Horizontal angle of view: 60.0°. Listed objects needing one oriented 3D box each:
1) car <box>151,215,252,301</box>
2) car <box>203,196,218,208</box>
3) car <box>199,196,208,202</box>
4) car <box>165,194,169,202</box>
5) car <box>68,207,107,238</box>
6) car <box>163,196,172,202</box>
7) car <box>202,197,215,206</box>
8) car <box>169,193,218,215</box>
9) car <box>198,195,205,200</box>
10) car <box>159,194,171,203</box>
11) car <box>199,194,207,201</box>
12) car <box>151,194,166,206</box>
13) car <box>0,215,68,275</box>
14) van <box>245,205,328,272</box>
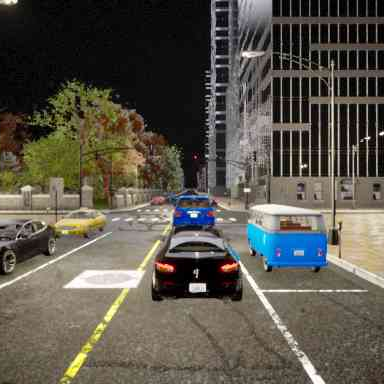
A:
[{"bbox_3d":[0.098,1.523,8.168,1.812,1.442,4.674,0,0,0],"label":"car"},{"bbox_3d":[2.667,1.416,48.569,1.967,1.590,4.097,0,0,0],"label":"car"},{"bbox_3d":[2.652,1.522,76.974,1.947,1.339,4.313,0,0,0],"label":"car"},{"bbox_3d":[-5.721,1.521,59.926,2.008,1.369,4.403,0,0,0],"label":"car"},{"bbox_3d":[-5.827,1.518,17.672,1.752,1.417,4.829,0,0,0],"label":"car"},{"bbox_3d":[-5.730,1.538,76.974,1.802,1.307,4.206,0,0,0],"label":"car"},{"bbox_3d":[2.663,1.539,54.250,1.947,1.339,4.313,0,0,0],"label":"car"},{"bbox_3d":[0.091,1.214,18.518,2.150,2.045,5.566,0,0,0],"label":"car"},{"bbox_3d":[2.643,1.453,94.191,1.752,1.417,4.829,0,0,0],"label":"car"},{"bbox_3d":[-5.726,1.277,71.292,2.192,1.841,5.009,0,0,0],"label":"car"},{"bbox_3d":[2.649,1.389,82.655,1.967,1.590,4.097,0,0,0],"label":"car"},{"bbox_3d":[-5.717,1.518,54.243,1.887,1.381,4.507,0,0,0],"label":"car"},{"bbox_3d":[-5.775,1.562,10.438,1.947,1.339,4.313,0,0,0],"label":"car"},{"bbox_3d":[2.769,1.338,10.444,1.690,1.788,3.998,0,0,0],"label":"van"}]
